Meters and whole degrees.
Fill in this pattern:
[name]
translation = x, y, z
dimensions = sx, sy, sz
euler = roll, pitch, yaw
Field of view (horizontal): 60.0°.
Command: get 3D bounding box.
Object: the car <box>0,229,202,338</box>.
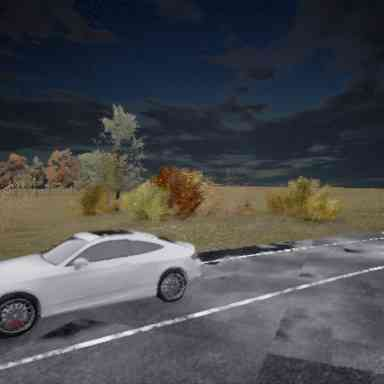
[car]
translation = -1.942, 1.527, 6.719
dimensions = 4.674, 1.442, 1.812
euler = 0, 0, -35
